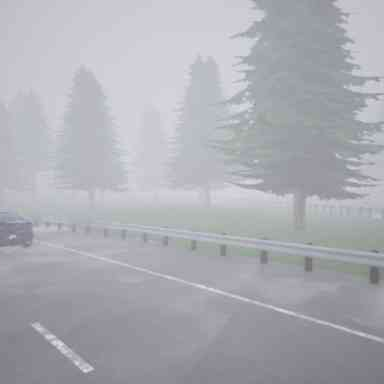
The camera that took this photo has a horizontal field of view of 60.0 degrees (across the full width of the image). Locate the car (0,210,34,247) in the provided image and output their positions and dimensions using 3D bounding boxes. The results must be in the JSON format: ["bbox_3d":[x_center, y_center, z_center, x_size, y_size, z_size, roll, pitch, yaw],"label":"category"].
[{"bbox_3d":[-8.394,1.498,14.003,5.008,1.535,1.882,0,1,44],"label":"car"}]
